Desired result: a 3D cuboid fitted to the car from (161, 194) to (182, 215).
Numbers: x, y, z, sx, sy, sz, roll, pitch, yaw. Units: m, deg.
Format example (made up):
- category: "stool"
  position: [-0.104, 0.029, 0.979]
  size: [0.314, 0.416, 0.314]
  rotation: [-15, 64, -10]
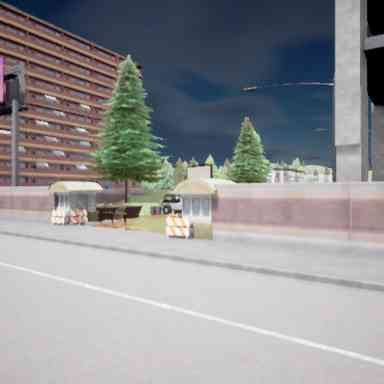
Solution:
- category: "car"
  position: [-0.888, 1.109, 29.176]
  size: [3.866, 1.878, 1.905]
  rotation: [0, 0, 35]
